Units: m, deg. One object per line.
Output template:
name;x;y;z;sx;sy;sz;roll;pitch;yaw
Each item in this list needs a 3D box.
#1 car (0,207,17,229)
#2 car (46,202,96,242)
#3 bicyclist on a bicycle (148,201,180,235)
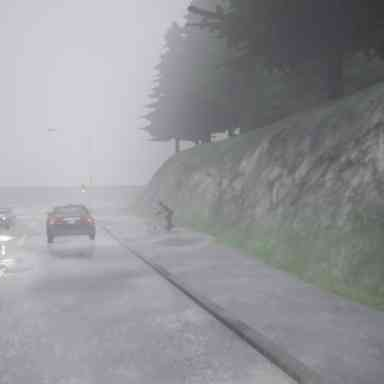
car;-12.659;1.687;21.624;1.895;1.301;4.718;-1;1;-22
car;-6.139;1.342;16.718;2.097;1.767;4.553;-1;1;-22
bicyclist on a bicycle;-1.355;1.243;16.166;1.656;1.620;0.582;-2;1;-22
